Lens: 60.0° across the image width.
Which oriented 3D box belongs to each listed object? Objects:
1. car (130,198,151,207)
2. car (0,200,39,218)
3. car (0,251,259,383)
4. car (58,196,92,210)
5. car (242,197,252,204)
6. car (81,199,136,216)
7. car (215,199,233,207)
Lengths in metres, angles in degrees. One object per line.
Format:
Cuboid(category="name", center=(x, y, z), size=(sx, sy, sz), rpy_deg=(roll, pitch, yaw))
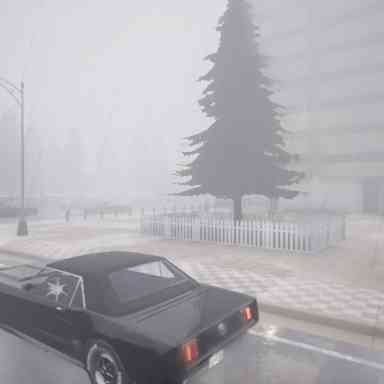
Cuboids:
Cuboid(category="car", center=(-8.489, 1.547, 50.365), size=(2.033, 1.411, 5.357), rpy_deg=(0, 0, 36))
Cuboid(category="car", center=(-15.610, 1.601, 28.199), size=(1.895, 1.301, 4.718), rpy_deg=(0, 0, 36))
Cuboid(category="car", center=(-1.521, 1.601, 5.092), size=(4.718, 1.301, 1.895), rpy_deg=(0, 0, 36))
Cuboid(category="car", center=(-14.499, 1.352, 42.037), size=(2.097, 1.767, 4.553), rpy_deg=(0, 0, 36))
Cuboid(category="car", center=(9.672, 1.355, 63.262), size=(2.097, 1.767, 4.553), rpy_deg=(0, 0, 36))
Cuboid(category="car", center=(-8.090, 1.601, 32.635), size=(1.895, 1.301, 4.718), rpy_deg=(0, 0, 36))
Cuboid(category="car", center=(5.300, 1.504, 51.207), size=(1.837, 1.490, 4.892), rpy_deg=(0, 0, 36))
